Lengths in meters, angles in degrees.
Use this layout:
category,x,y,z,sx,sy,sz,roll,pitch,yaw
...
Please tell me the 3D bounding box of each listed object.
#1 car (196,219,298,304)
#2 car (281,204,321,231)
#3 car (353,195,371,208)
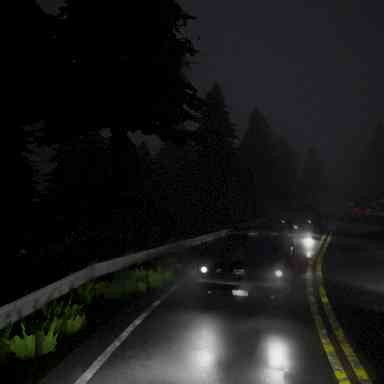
category,x,y,z,sx,sy,sz,roll,pitch,yaw
car,1.584,1.599,8.415,1.895,1.301,4.718,-1,0,18
car,6.664,1.461,20.057,2.033,1.411,5.357,-2,0,26
car,20.617,1.060,40.240,2.128,1.511,4.902,-2,0,28
